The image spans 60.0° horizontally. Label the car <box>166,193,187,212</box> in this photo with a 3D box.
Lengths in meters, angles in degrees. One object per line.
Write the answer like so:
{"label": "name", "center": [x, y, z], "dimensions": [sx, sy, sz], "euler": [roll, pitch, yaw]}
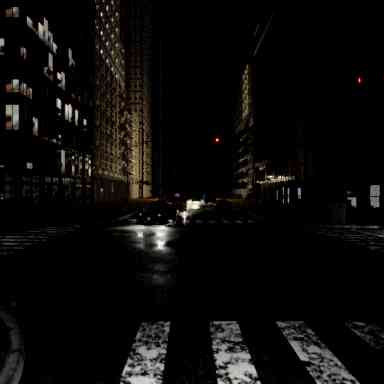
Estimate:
{"label": "car", "center": [-1.646, 1.370, 39.470], "dimensions": [2.097, 1.767, 4.553], "euler": [0, 0, 0]}

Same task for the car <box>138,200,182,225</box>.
{"label": "car", "center": [-2.426, 1.545, 24.855], "dimensions": [1.812, 1.442, 4.674], "euler": [0, 0, 13]}

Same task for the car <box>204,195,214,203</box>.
{"label": "car", "center": [3.549, 1.432, 69.425], "dimensions": [1.967, 1.590, 4.097], "euler": [0, 0, 0]}

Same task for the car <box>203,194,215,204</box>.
{"label": "car", "center": [3.589, 1.313, 63.896], "dimensions": [2.192, 1.841, 5.009], "euler": [0, 0, 0]}

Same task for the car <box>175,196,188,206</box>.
{"label": "car", "center": [-1.752, 1.495, 56.195], "dimensions": [2.128, 1.511, 4.902], "euler": [0, 0, 0]}

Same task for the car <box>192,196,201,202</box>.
{"label": "car", "center": [0.968, 1.512, 73.228], "dimensions": [1.812, 1.442, 4.674], "euler": [0, 0, 0]}

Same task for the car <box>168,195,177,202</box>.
{"label": "car", "center": [-4.372, 1.426, 74.895], "dimensions": [1.967, 1.590, 4.097], "euler": [0, 0, 0]}

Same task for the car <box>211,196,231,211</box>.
{"label": "car", "center": [3.800, 1.579, 41.788], "dimensions": [1.947, 1.339, 4.313], "euler": [0, 0, 0]}

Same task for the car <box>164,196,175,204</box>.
{"label": "car", "center": [-4.291, 1.564, 63.839], "dimensions": [1.947, 1.339, 4.313], "euler": [0, 0, 0]}

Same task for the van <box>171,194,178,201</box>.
{"label": "van", "center": [-4.452, 1.315, 85.949], "dimensions": [1.690, 1.788, 3.998], "euler": [0, 0, 0]}

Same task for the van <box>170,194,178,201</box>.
{"label": "van", "center": [-4.412, 1.321, 80.422], "dimensions": [1.690, 1.788, 3.998], "euler": [0, 0, 0]}

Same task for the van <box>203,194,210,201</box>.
{"label": "van", "center": [3.468, 1.321, 80.479], "dimensions": [1.690, 1.788, 3.998], "euler": [0, 0, 0]}
